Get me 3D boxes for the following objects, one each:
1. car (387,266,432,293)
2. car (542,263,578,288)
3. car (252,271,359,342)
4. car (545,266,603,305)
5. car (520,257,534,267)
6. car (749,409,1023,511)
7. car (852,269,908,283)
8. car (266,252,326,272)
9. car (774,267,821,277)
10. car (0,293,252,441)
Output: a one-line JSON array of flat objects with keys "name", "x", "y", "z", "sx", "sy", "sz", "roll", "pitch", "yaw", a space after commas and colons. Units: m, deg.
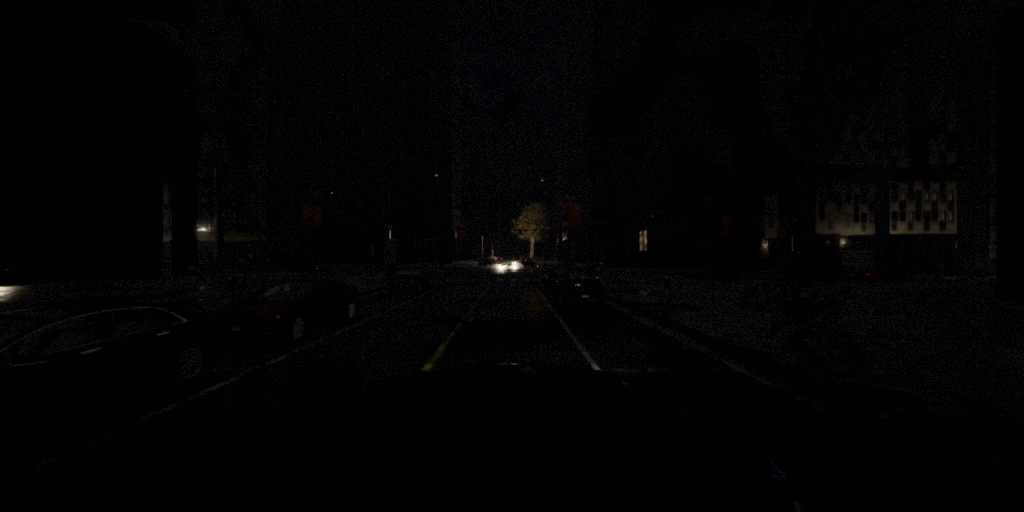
[{"name": "car", "x": -5.772, "y": 1.283, "z": 20.630, "sx": 2.007, "sy": 1.370, "sz": 4.403, "roll": 0, "pitch": 0, "yaw": 0}, {"name": "car", "x": 2.753, "y": 1.283, "z": 20.630, "sx": 2.007, "sy": 1.370, "sz": 4.403, "roll": 0, "pitch": 0, "yaw": 0}, {"name": "car", "x": -5.766, "y": 1.287, "z": 9.741, "sx": 1.888, "sy": 1.381, "sz": 4.507, "roll": 0, "pitch": 0, "yaw": 0}, {"name": "car", "x": 2.756, "y": 1.287, "z": 15.638, "sx": 2.007, "sy": 1.370, "sz": 4.403, "roll": 0, "pitch": 0, "yaw": 0}, {"name": "car", "x": 2.922, "y": 1.256, "z": 62.813, "sx": 2.007, "sy": 1.370, "sz": 4.403, "roll": 0, "pitch": 0, "yaw": 0}, {"name": "car", "x": 2.763, "y": 1.317, "z": 1.067, "sx": 1.948, "sy": 1.339, "sz": 4.313, "roll": 0, "pitch": 0, "yaw": 0}, {"name": "car", "x": 37.026, "y": 1.991, "z": 36.099, "sx": 4.181, "sy": 1.385, "sz": 1.994, "roll": 1, "pitch": 0, "yaw": 0}, {"name": "car", "x": -21.681, "y": 0.679, "z": 36.257, "sx": 5.566, "sy": 2.045, "sz": 2.150, "roll": 3, "pitch": 0, "yaw": 0}, {"name": "car", "x": 36.532, "y": 2.033, "z": 45.912, "sx": 4.718, "sy": 1.301, "sz": 1.895, "roll": 1, "pitch": 0, "yaw": 1}, {"name": "car", "x": -5.764, "y": 1.298, "z": 4.297, "sx": 2.007, "sy": 1.370, "sz": 4.403, "roll": 0, "pitch": 0, "yaw": 0}]
